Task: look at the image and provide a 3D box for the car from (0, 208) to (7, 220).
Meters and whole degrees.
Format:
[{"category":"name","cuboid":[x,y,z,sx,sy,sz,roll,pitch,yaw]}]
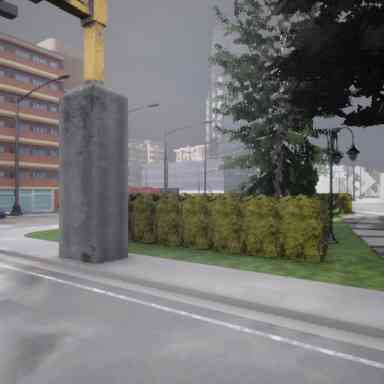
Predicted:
[{"category":"car","cuboid":[-15.225,1.526,22.705,1.812,1.442,4.674,0,0,34]}]
